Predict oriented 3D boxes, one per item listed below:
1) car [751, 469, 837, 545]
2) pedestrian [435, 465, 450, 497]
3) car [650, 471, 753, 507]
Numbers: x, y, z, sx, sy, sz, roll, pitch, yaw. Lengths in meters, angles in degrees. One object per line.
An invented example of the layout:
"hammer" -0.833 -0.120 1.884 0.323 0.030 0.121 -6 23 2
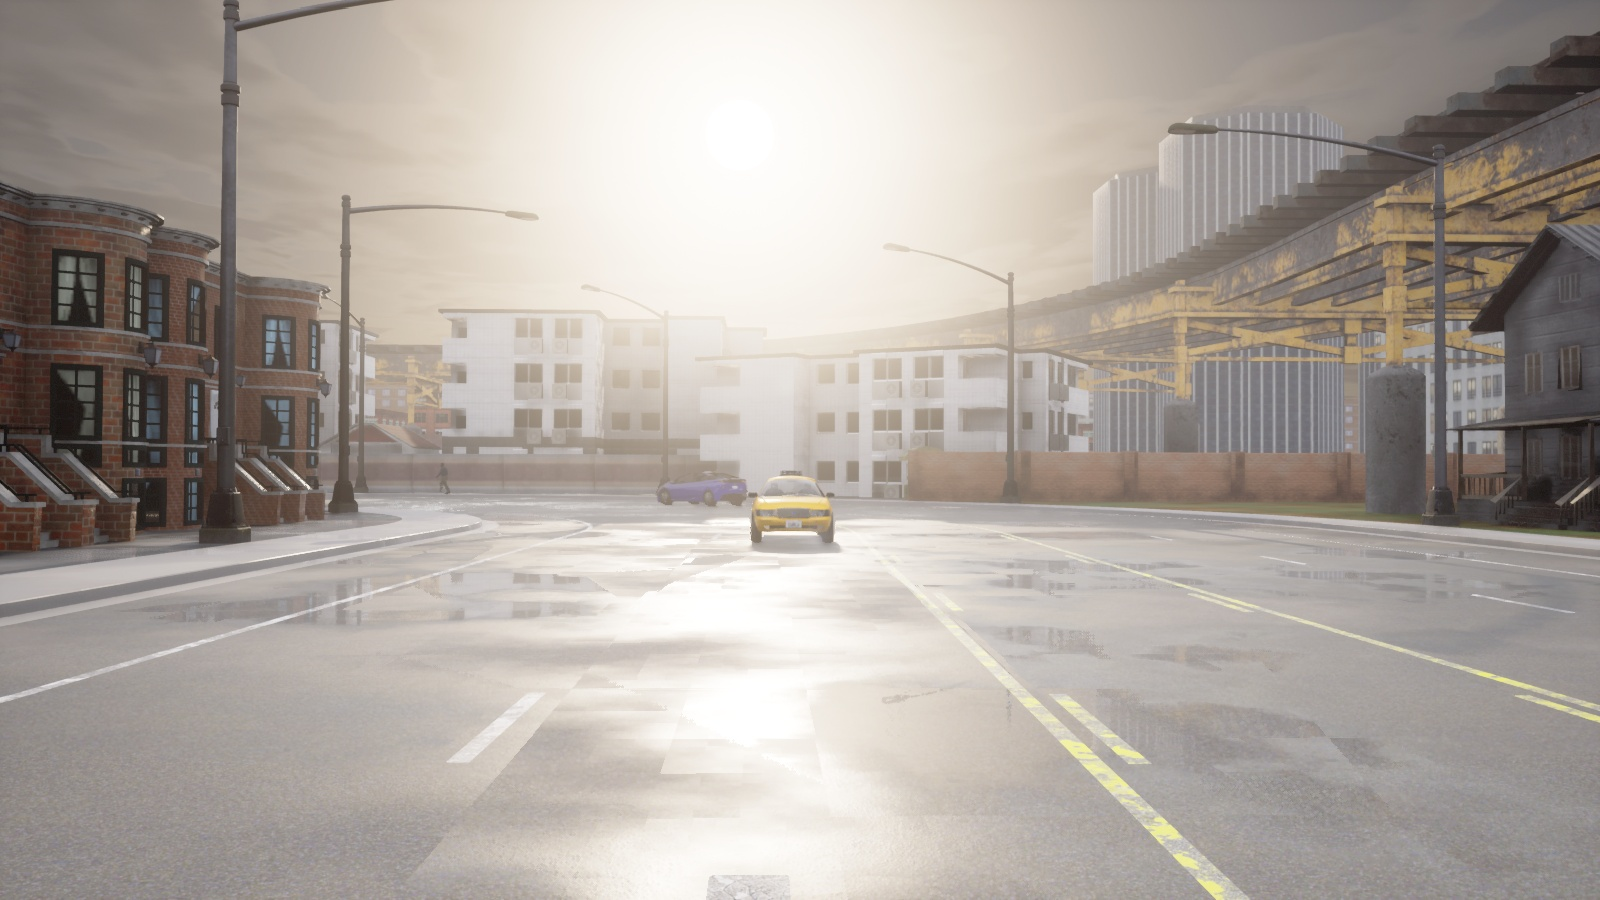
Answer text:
"car" -0.196 1.240 28.973 1.801 1.575 5.366 0 -1 -1
"pedestrian" -20.366 1.751 71.624 0.726 1.835 0.370 0 -1 7
"car" -4.393 1.710 55.605 4.514 1.525 2.007 -1 -1 43
